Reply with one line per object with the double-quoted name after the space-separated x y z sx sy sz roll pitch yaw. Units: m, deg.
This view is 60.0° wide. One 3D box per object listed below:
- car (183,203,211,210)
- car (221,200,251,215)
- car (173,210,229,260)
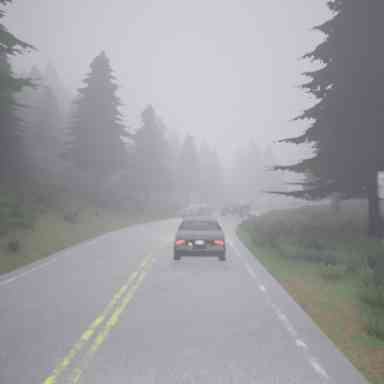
0.451 1.803 32.421 1.812 1.442 4.674 -2 -1 23 "car"
4.499 1.537 33.229 2.097 1.767 4.553 -2 -1 23 "car"
0.297 1.654 12.933 2.033 1.411 5.357 0 0 1 "car"
